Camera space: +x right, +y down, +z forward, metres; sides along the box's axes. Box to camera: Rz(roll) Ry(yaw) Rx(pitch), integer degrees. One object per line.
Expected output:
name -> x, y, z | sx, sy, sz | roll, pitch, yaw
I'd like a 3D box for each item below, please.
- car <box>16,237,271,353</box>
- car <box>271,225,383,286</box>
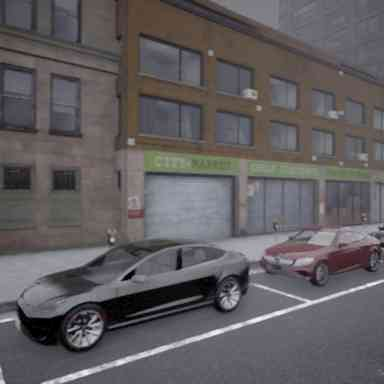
car -> -0.801, 1.585, 6.195 | 4.313, 1.339, 1.947 | 0, 0, -36
car -> 3.813, 1.640, 9.488 | 4.206, 1.307, 1.802 | 0, 0, -36
